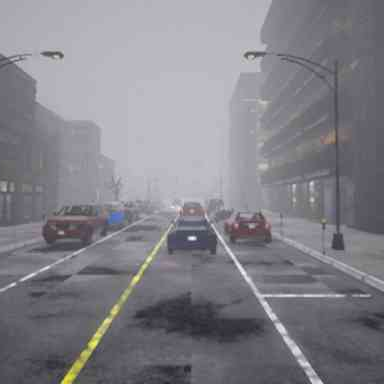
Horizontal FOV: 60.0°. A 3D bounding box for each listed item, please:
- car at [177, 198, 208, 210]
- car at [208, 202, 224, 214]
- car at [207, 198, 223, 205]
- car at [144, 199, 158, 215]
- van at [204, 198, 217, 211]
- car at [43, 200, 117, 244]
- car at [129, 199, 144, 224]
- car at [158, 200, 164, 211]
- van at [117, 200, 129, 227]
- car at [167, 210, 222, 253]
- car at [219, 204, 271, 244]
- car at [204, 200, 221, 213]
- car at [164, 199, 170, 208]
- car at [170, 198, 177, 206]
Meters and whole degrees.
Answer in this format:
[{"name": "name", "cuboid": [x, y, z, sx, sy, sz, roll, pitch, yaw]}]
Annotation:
[{"name": "car", "cuboid": [0.002, 1.633, 29.108, 2.097, 1.767, 4.553, 0, -1, 0]}, {"name": "car", "cuboid": [2.704, 1.821, 27.767, 2.008, 1.369, 4.403, 1, -1, 0]}, {"name": "car", "cuboid": [2.708, 1.689, 38.583, 2.192, 1.841, 5.009, 1, -1, 0]}, {"name": "car", "cuboid": [-5.671, 1.689, 38.590, 2.192, 1.841, 5.009, 1, -1, 0]}, {"name": "van", "cuboid": [2.708, 1.818, 49.397, 1.690, 1.788, 3.998, 1, -1, 0]}, {"name": "car", "cuboid": [-5.671, 1.481, 16.963, 2.192, 1.841, 5.009, 1, -1, 0]}, {"name": "car", "cuboid": [-5.671, 1.585, 27.777, 2.192, 1.841, 5.009, 1, -1, 0]}, {"name": "car", "cuboid": [-5.674, 1.917, 49.404, 1.967, 1.590, 4.097, 1, -1, 0]}, {"name": "van", "cuboid": [-5.672, 1.559, 22.369, 1.690, 1.788, 3.998, 1, -1, 0]}, {"name": "car", "cuboid": [0.005, 1.704, 14.301, 1.994, 1.385, 4.181, 0, -1, 0]}, {"name": "car", "cuboid": [2.706, 1.606, 16.955, 1.967, 1.590, 4.097, 1, -1, 0]}, {"name": "car", "cuboid": [2.706, 1.865, 43.989, 1.967, 1.590, 4.097, 1, -1, 0]}, {"name": "car", "cuboid": [-5.677, 2.131, 60.216, 2.008, 1.369, 4.403, 1, -1, 0]}, {"name": "car", "cuboid": [-3.003, 2.162, 67.459, 1.837, 1.490, 4.892, 0, -1, 0]}]
